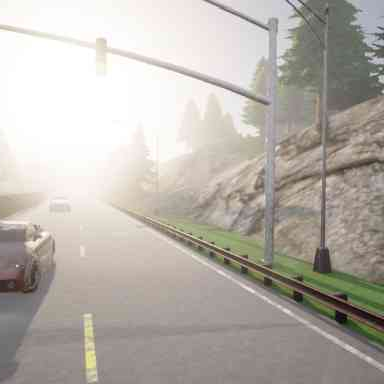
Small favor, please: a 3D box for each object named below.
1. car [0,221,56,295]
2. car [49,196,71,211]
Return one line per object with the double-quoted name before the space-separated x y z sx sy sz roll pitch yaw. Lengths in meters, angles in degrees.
"car" -4.580 1.419 8.046 1.994 1.385 4.181 1 0 -14
"car" -12.947 1.087 32.754 1.812 1.442 4.674 1 1 -19
